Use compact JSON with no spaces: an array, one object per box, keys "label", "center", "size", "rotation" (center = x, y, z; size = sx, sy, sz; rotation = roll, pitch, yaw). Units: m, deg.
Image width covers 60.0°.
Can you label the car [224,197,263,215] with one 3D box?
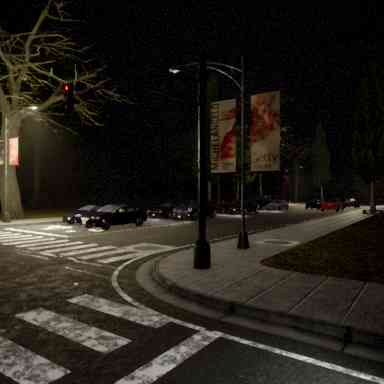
[{"label":"car","center":[5.878,1.680,37.283],"size":[1.837,1.490,4.892],"rotation":[0,0,35]}]

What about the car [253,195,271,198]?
[{"label":"car","center":[9.898,1.472,48.582],"size":[2.150,2.045,5.566],"rotation":[0,0,38]}]

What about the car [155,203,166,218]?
[{"label":"car","center":[-1.903,1.666,31.861],"size":[2.033,1.411,5.357],"rotation":[0,0,35]}]

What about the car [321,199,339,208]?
[{"label":"car","center":[23.481,1.916,56.354],"size":[1.812,1.442,4.674],"rotation":[0,-1,35]}]

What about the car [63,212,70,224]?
[{"label":"car","center":[-7.228,1.637,24.312],"size":[1.994,1.385,4.181],"rotation":[0,0,36]}]

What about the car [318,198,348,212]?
[{"label":"car","center":[18.550,1.627,43.663],"size":[2.097,1.767,4.553],"rotation":[0,0,34]}]

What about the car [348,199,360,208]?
[{"label":"car","center":[26.370,1.892,54.801],"size":[2.128,1.511,4.902],"rotation":[0,-1,35]}]

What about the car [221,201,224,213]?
[{"label":"car","center":[3.820,1.776,40.013],"size":[1.895,1.301,4.718],"rotation":[0,0,35]}]

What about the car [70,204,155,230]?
[{"label":"car","center":[-5.016,1.566,21.793],"size":[2.128,1.511,4.902],"rotation":[0,0,35]}]

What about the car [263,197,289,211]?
[{"label":"car","center":[11.823,1.772,45.678],"size":[1.812,1.442,4.674],"rotation":[0,0,36]}]

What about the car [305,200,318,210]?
[{"label":"car","center":[17.796,1.824,48.247],"size":[1.812,1.442,4.674],"rotation":[0,0,35]}]

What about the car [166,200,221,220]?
[{"label":"car","center":[0.229,1.472,29.252],"size":[2.097,1.767,4.553],"rotation":[0,0,35]}]
